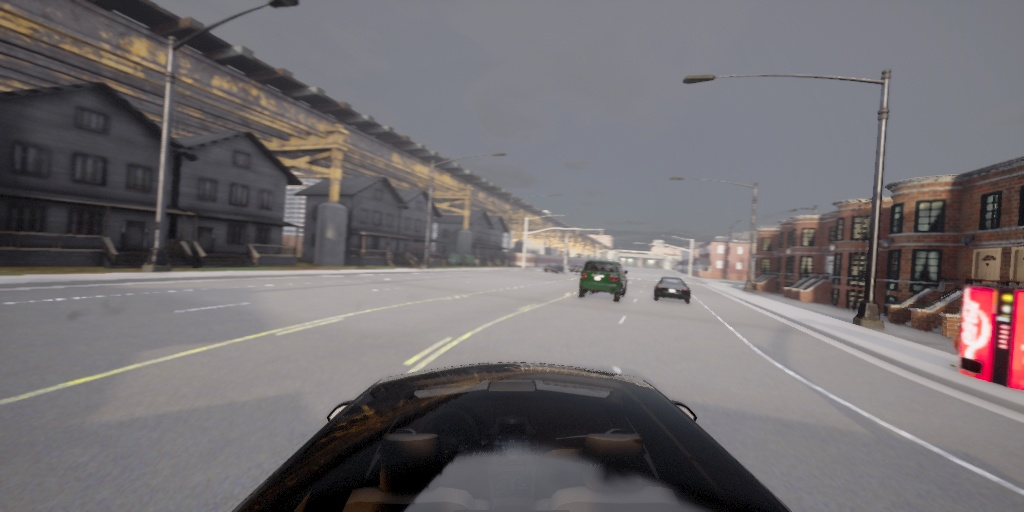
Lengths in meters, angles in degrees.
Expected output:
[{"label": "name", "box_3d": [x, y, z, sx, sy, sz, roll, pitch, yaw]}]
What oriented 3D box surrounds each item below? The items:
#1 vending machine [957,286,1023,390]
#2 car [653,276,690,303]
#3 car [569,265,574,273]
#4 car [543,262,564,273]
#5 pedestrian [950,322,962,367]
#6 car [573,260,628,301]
[{"label": "vending machine", "box_3d": [9.936, 1.647, 7.213, 1.100, 2.100, 0.880, 0, 0, 18]}, {"label": "car", "box_3d": [9.765, 1.971, 22.047, 1.994, 1.385, 4.181, 4, 0, 22]}, {"label": "car", "box_3d": [9.220, 1.571, 48.809, 2.033, 1.411, 5.357, 4, 0, 22]}, {"label": "car", "box_3d": [5.921, 1.622, 50.021, 2.033, 1.411, 5.357, 4, 0, 22]}, {"label": "pedestrian", "box_3d": [10.187, 1.607, 7.936, 0.375, 1.860, 0.375, 4, 0, 20]}, {"label": "car", "box_3d": [5.320, 1.298, 20.614, 2.150, 2.045, 5.566, 4, 0, 22]}]
